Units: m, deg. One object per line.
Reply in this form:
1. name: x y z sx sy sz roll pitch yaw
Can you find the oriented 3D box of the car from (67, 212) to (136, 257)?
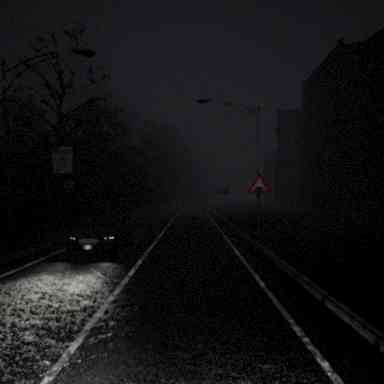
1. car: -3.488 1.597 13.566 2.128 1.511 4.902 0 0 0
